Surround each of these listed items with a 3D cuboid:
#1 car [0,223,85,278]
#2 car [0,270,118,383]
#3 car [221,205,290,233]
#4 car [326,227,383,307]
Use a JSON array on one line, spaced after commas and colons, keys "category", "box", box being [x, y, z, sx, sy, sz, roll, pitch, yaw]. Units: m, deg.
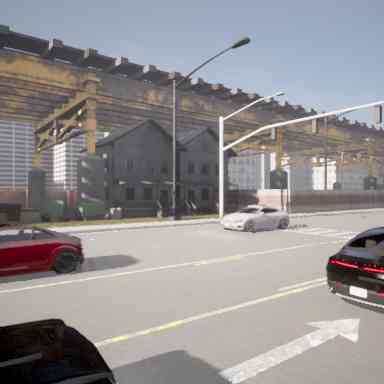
[{"category": "car", "box": [-5.099, 1.564, 8.952, 4.181, 1.385, 1.994, 0, 0, -35]}, {"category": "car", "box": [-2.730, 1.601, 1.801, 4.718, 1.301, 1.895, 0, 0, -35]}, {"category": "car", "box": [3.825, 1.527, 19.590, 4.674, 1.442, 1.812, 0, 0, -35]}, {"category": "car", "box": [4.916, 1.507, 7.271, 4.892, 1.490, 1.837, 0, 0, -35]}]
